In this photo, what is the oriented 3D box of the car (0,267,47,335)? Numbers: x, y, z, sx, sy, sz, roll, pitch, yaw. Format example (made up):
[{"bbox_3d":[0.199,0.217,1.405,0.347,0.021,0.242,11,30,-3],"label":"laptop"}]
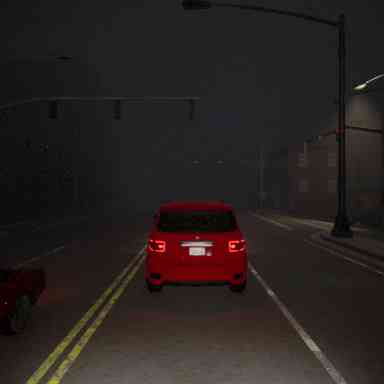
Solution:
[{"bbox_3d":[-3.616,1.601,3.938,1.895,1.301,4.718,0,0,0],"label":"car"}]

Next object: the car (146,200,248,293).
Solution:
[{"bbox_3d":[0.093,1.221,9.009,2.150,2.045,5.566,0,0,0],"label":"car"}]

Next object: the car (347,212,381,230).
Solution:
[{"bbox_3d":[15.832,2.564,29.615,4.892,1.490,1.837,9,0,0],"label":"car"}]
